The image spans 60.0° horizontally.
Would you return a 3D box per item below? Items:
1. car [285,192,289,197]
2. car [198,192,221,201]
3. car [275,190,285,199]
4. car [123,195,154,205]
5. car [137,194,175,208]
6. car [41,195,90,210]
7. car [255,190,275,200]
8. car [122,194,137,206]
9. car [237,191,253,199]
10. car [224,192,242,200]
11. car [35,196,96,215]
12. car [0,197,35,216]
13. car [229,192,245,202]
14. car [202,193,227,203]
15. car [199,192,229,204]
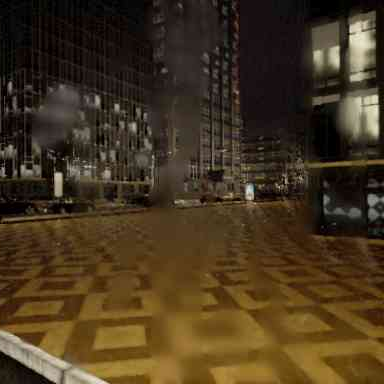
[{"bbox_3d":[18.593,0.651,68.251,1.887,1.381,4.507,0,1,35],"label":"car"},{"bbox_3d":[2.959,0.703,55.721,1.994,1.385,4.181,-1,0,35],"label":"car"},{"bbox_3d":[15.421,0.474,63.682,2.192,1.841,5.009,0,1,35],"label":"car"},{"bbox_3d":[-7.309,1.088,45.628,1.802,1.307,4.206,0,1,35],"label":"car"},{"bbox_3d":[-3.594,1.057,36.282,1.802,1.307,4.206,0,1,35],"label":"car"},{"bbox_3d":[-13.745,1.139,36.352,1.752,1.417,4.829,0,1,35],"label":"car"},{"bbox_3d":[12.252,0.526,59.115,2.192,1.841,5.009,0,1,35],"label":"car"},{"bbox_3d":[-6.680,0.996,41.984,2.128,1.511,4.902,-1,0,35],"label":"car"},{"bbox_3d":[11.709,0.629,73.030,1.967,1.590,4.097,0,1,35],"label":"car"},{"bbox_3d":[8.443,0.769,68.324,1.752,1.417,4.829,0,1,35],"label":"car"},{"bbox_3d":[-9.934,1.132,27.147,2.008,1.369,4.403,0,1,35],"label":"car"},{"bbox_3d":[-14.499,1.124,25.622,1.882,1.535,5.008,-2,0,38],"label":"car"},{"bbox_3d":[6.012,0.841,50.122,1.752,1.417,4.829,0,1,35],"label":"car"},{"bbox_3d":[3.499,0.912,51.126,1.994,1.385,4.181,-1,0,35],"label":"car"},{"bbox_3d":[2.745,0.914,45.416,1.887,1.381,4.507,0,1,35],"label":"car"}]
